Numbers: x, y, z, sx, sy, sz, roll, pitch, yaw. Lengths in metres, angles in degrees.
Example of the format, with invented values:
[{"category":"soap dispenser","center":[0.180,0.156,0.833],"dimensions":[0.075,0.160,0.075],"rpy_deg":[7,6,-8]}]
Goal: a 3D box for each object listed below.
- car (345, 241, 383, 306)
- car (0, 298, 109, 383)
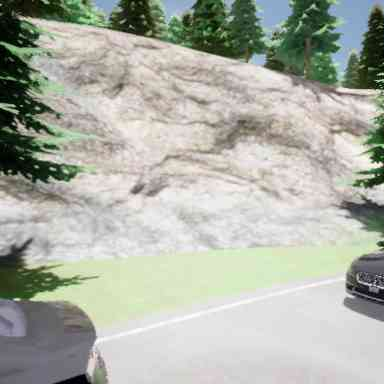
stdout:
[{"category":"car","center":[5.421,1.496,7.072],"dimensions":[4.892,1.490,1.837],"rpy_deg":[0,0,-27]},{"category":"car","center":[-2.919,1.494,1.779],"dimensions":[4.902,1.511,2.128],"rpy_deg":[0,0,-35]}]
